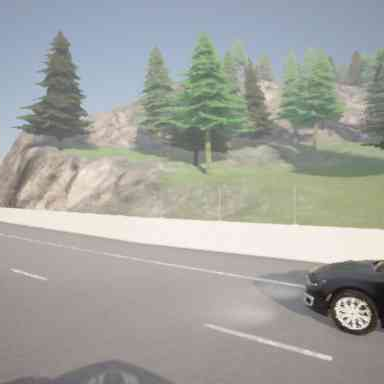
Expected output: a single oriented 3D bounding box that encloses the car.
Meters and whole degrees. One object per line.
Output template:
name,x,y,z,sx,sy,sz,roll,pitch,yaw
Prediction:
car,4.318,1.577,5.258,4.892,1.490,1.837,0,0,35
